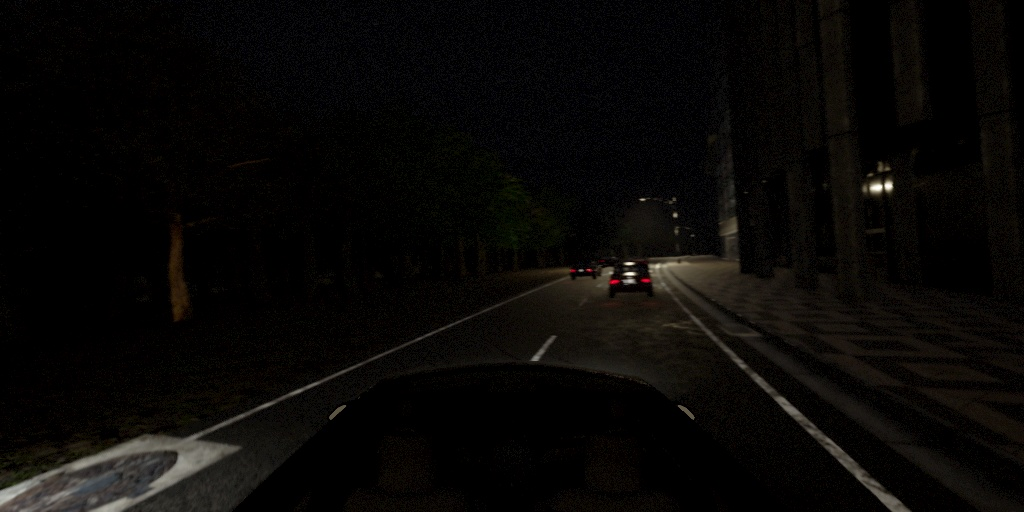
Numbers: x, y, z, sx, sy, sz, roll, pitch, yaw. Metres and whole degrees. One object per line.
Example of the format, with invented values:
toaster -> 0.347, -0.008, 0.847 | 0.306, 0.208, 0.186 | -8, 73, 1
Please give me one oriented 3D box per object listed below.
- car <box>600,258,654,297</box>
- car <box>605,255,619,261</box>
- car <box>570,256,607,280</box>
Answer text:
car -> 5.530, 1.021, 16.709 | 2.033, 1.411, 5.357 | -4, 0, 19
car -> 11.233, 0.680, 41.572 | 1.882, 1.535, 5.008 | -4, 0, 24
car -> 5.808, 1.030, 27.880 | 2.033, 1.411, 5.357 | -4, 0, 21
